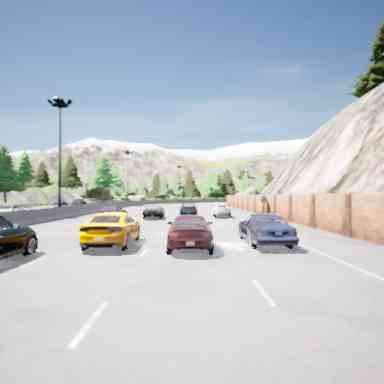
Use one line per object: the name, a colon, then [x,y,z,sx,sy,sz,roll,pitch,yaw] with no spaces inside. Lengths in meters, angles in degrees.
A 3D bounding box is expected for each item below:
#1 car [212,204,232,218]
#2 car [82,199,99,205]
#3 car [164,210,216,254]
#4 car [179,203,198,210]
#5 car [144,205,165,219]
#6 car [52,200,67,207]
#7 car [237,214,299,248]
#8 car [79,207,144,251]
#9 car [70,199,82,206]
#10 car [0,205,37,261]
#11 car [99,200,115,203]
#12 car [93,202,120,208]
car: [3.143,1.970,36.008,1.812,1.442,4.674,0,-1,-1]
car: [-21.685,2.255,72.990,2.097,1.767,4.553,0,-1,1]
car: [-0.083,1.703,14.225,1.812,1.442,4.674,0,0,-1]
car: [-0.350,1.931,35.361,2.128,1.511,4.902,0,-1,-1]
car: [-3.831,2.025,33.929,1.895,1.301,4.718,0,-1,-1]
car: [-28.711,2.417,72.496,1.812,1.442,4.674,0,-1,1]
car: [3.406,1.741,15.722,2.033,1.411,5.357,0,-1,-1]
car: [-3.592,1.670,15.190,1.882,1.535,5.008,0,-1,-1]
car: [-25.165,2.253,73.383,2.097,1.767,4.553,0,-1,1]
car: [-7.050,1.496,11.115,2.097,1.767,4.553,0,-1,-1]
car: [-18.185,2.431,72.981,2.128,1.511,4.902,0,-1,1]
car: [-7.290,1.932,30.557,2.033,1.411,5.357,0,-1,-1]
